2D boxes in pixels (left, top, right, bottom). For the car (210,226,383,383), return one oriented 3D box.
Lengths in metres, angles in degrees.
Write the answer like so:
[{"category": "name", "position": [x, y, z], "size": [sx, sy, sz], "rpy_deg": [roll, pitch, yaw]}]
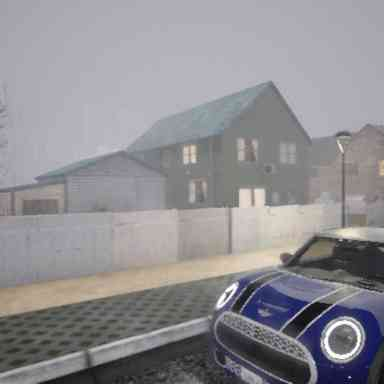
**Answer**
[{"category": "car", "position": [2.444, 1.354, 4.794], "size": [4.553, 1.767, 2.097], "rpy_deg": [0, 0, -36]}]
